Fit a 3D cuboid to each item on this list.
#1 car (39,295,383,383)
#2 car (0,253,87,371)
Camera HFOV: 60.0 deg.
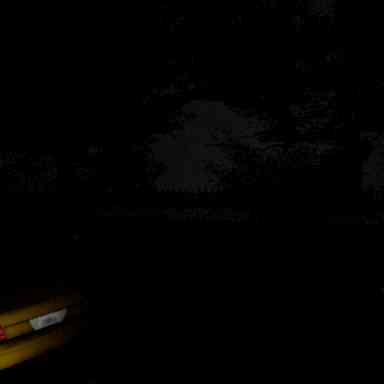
[{"bbox_3d":[1.054,1.585,2.145,4.206,1.307,1.802,-1,0,35],"label":"car"},{"bbox_3d":[-3.668,1.586,5.505,4.829,1.417,1.752,-1,0,35],"label":"car"}]
